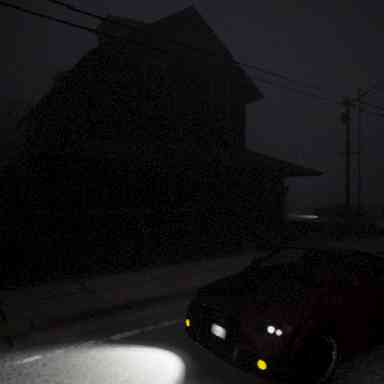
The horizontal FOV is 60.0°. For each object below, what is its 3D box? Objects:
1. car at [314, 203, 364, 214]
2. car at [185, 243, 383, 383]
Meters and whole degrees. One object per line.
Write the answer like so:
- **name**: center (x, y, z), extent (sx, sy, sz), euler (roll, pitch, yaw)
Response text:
- **car**: center (12.994, 1.661, 29.534), extent (1.994, 1.385, 4.181), euler (0, 0, -36)
- **car**: center (1.970, 1.585, 5.355), extent (4.181, 1.385, 1.994), euler (0, 0, -35)
